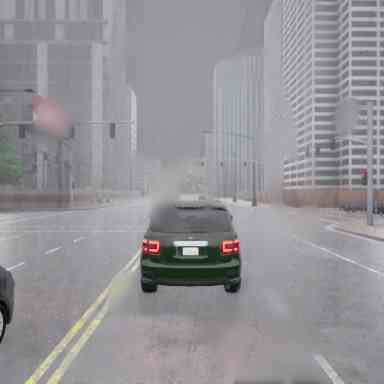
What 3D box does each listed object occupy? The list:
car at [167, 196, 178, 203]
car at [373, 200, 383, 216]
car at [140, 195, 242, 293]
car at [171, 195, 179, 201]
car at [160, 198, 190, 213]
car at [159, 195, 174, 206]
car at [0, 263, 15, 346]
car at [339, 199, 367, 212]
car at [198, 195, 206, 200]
[{"bbox_3d":[-4.092,1.545,69.413,2.033,1.411,5.357,0,0,0],"label":"car"},{"bbox_3d":[19.193,1.477,30.202,5.008,1.535,1.882,0,0,0],"label":"car"},{"bbox_3d":[-0.022,1.221,9.003,2.150,2.045,5.566,0,0,0],"label":"car"},{"bbox_3d":[-4.218,1.486,83.836,1.837,1.490,4.892,0,0,0],"label":"car"},{"bbox_3d":[-2.022,1.477,38.114,1.882,1.535,5.008,-1,0,-23],"label":"car"},{"bbox_3d":[-4.047,1.351,54.034,2.097,1.767,4.553,0,0,0],"label":"car"},{"bbox_3d":[-3.616,1.505,3.180,1.837,1.490,4.892,0,0,-1],"label":"car"},{"bbox_3d":[19.460,1.547,37.372,5.357,1.411,2.033,0,0,-1],"label":"car"},{"bbox_3d":[2.724,1.500,90.613,1.837,1.490,4.892,0,0,0],"label":"car"}]
